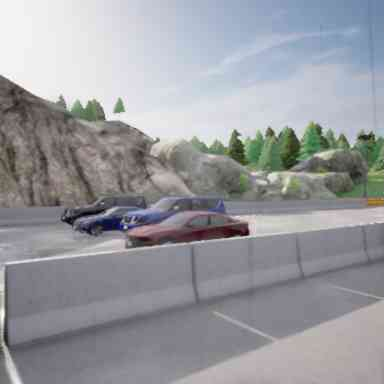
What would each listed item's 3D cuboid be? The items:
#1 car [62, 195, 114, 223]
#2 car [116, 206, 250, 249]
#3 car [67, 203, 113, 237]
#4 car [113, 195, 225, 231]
[{"bbox_3d":[-5.404,1.221,21.535,5.566,2.045,2.150,0,0,-35],"label":"car"},{"bbox_3d":[-0.023,1.472,12.488,5.008,1.535,1.882,0,0,-35],"label":"car"},{"bbox_3d":[-4.033,1.520,18.225,4.674,1.442,1.812,0,0,-35],"label":"car"},{"bbox_3d":[-0.672,1.218,16.302,5.566,2.045,2.150,0,0,-35],"label":"car"}]
